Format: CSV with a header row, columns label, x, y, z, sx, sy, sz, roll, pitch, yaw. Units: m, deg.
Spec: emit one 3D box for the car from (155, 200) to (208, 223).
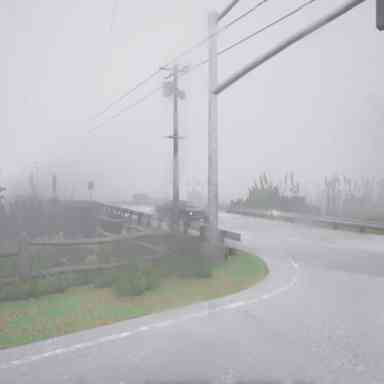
label,x,y,z,sx,sy,sz,roll,pitch,yaw
car,-0.573,1.243,21.586,1.895,1.301,4.718,0,3,-32
